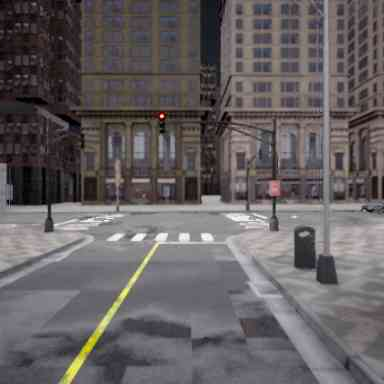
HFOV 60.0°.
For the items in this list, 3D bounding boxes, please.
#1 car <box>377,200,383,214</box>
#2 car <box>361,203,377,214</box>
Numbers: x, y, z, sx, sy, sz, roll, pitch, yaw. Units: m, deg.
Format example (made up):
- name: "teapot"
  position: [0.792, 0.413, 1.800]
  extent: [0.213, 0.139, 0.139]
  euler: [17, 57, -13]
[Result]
- name: "car"
  position: [19.912, 1.396, 29.936]
  extent: [4.902, 1.511, 2.128]
  euler: [0, 0, 0]
- name: "car"
  position: [19.847, 1.461, 33.187]
  extent: [5.357, 1.411, 2.033]
  euler: [0, 0, 0]
